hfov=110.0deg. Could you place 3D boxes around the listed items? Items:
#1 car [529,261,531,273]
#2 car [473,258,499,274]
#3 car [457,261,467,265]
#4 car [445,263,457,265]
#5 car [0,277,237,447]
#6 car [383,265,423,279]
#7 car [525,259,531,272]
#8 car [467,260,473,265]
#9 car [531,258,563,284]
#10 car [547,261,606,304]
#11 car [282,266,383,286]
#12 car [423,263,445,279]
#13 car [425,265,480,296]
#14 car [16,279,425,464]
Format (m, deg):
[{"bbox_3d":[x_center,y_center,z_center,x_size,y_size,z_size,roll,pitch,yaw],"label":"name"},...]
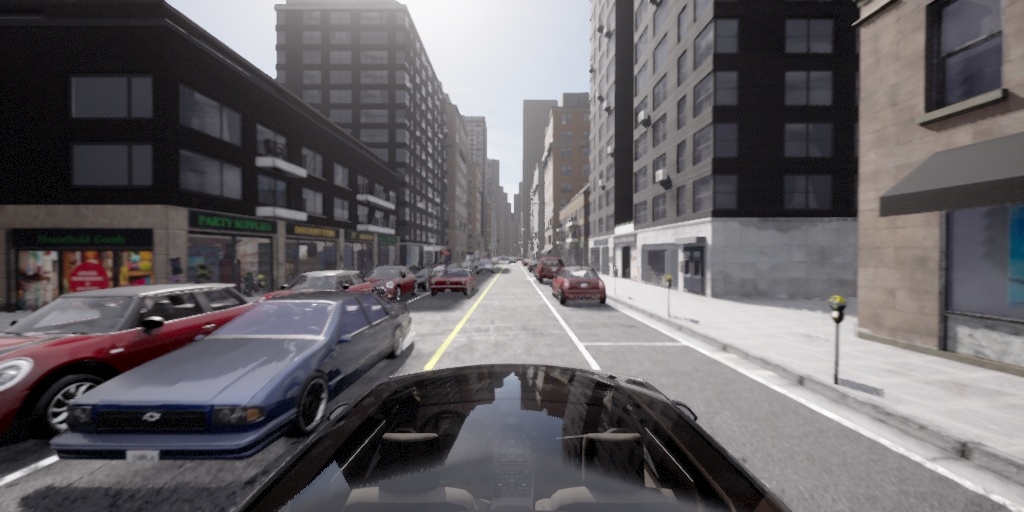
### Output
[{"bbox_3d":[2.912,1.305,32.811,1.948,1.339,4.313,0,0,0],"label":"car"},{"bbox_3d":[-2.933,1.279,41.290,2.033,1.411,5.357,0,0,0],"label":"car"},{"bbox_3d":[-5.613,1.297,32.810,1.948,1.339,4.313,0,0,0],"label":"car"},{"bbox_3d":[-5.624,1.315,27.279,1.802,1.307,4.207,0,0,0],"label":"car"},{"bbox_3d":[-5.667,1.183,5.157,1.967,1.591,4.097,0,0,0],"label":"car"},{"bbox_3d":[-5.645,1.177,16.218,1.967,1.591,4.097,0,0,0],"label":"car"},{"bbox_3d":[2.933,1.301,43.869,1.948,1.339,4.313,0,0,0],"label":"car"},{"bbox_3d":[-5.592,1.278,43.872,2.007,1.370,4.403,0,0,0],"label":"car"},{"bbox_3d":[2.902,1.055,27.281,2.192,1.841,5.009,0,0,0],"label":"car"},{"bbox_3d":[2.880,1.185,16.223,1.967,1.591,4.097,0,0,0],"label":"car"},{"bbox_3d":[-5.656,1.180,10.688,1.967,1.591,4.097,0,0,0],"label":"car"},{"bbox_3d":[-5.635,1.301,21.749,1.948,1.339,4.313,0,0,0],"label":"car"},{"bbox_3d":[-3.048,1.339,19.268,1.895,1.301,4.718,0,0,0],"label":"car"},{"bbox_3d":[-3.095,1.292,5.668,2.033,1.411,5.357,0,0,0],"label":"car"}]
